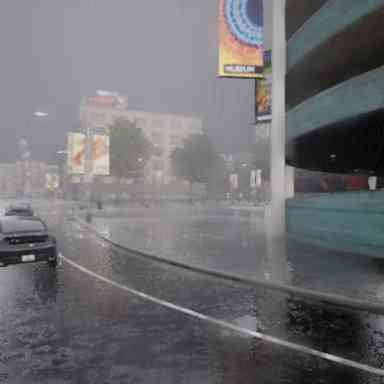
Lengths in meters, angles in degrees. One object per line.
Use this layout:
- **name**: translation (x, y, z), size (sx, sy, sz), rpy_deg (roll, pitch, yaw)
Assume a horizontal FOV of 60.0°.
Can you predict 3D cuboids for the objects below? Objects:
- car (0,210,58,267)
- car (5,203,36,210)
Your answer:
- **car**: translation (-5.827, 1.563, 11.050), size (1.837, 1.490, 4.892), rpy_deg (0, 0, -35)
- **car**: translation (-13.553, 1.641, 26.242), size (1.837, 1.490, 4.892), rpy_deg (1, -1, -25)
